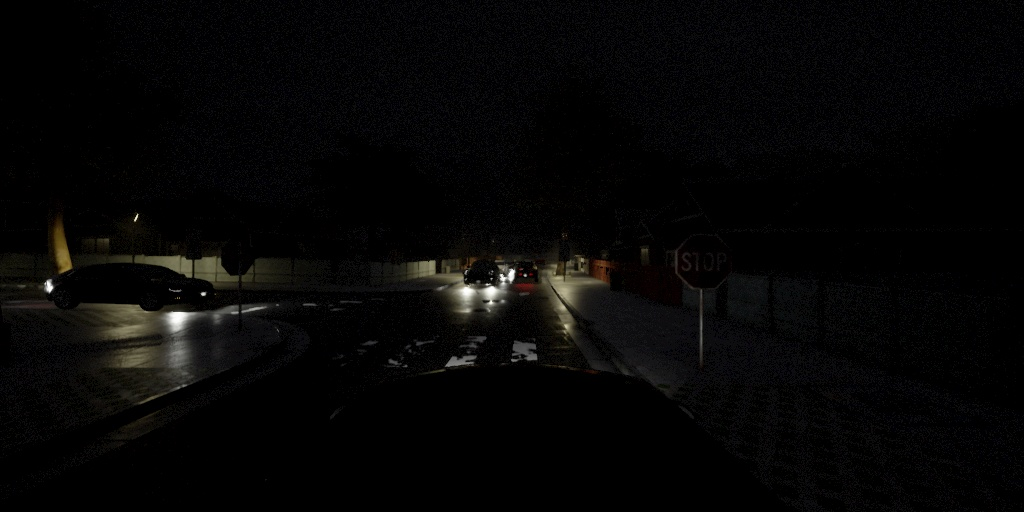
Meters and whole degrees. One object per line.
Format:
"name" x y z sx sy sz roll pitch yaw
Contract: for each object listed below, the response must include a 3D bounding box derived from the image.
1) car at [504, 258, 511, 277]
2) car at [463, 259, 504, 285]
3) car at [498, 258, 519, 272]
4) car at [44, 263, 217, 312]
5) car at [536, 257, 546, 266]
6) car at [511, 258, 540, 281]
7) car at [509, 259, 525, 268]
"car" -1.340 1.168 34.641 1.812 1.442 4.674 0 0 5
"car" -2.026 1.057 25.162 2.097 1.767 4.553 0 0 4
"car" -0.371 1.057 44.728 2.128 1.511 4.902 0 0 6
"car" -12.986 1.014 12.362 4.892 1.490 1.837 1 0 2
"car" 4.901 0.885 62.525 1.882 1.535 5.008 0 1 9
"car" 1.193 1.183 29.391 1.837 1.490 4.892 0 0 4
"car" 0.868 1.086 54.793 1.895 1.301 4.718 0 0 8
